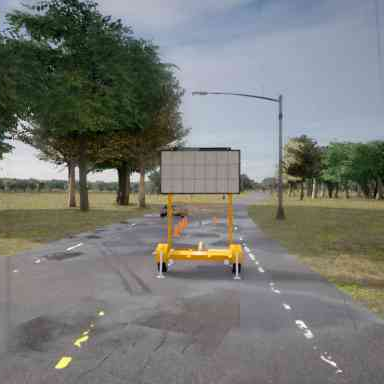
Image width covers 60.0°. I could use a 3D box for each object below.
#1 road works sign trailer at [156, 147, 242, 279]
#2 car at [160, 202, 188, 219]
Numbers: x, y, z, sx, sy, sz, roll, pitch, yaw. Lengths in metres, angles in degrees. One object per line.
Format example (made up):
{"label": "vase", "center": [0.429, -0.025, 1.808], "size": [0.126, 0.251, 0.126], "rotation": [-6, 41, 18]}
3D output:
{"label": "road works sign trailer", "center": [0.246, 0.465, 10.057], "size": [2.380, 3.560, 2.880], "rotation": [0, 0, 3]}
{"label": "car", "center": [-1.547, 1.583, 29.548], "size": [1.994, 1.385, 4.181], "rotation": [0, 0, 7]}
